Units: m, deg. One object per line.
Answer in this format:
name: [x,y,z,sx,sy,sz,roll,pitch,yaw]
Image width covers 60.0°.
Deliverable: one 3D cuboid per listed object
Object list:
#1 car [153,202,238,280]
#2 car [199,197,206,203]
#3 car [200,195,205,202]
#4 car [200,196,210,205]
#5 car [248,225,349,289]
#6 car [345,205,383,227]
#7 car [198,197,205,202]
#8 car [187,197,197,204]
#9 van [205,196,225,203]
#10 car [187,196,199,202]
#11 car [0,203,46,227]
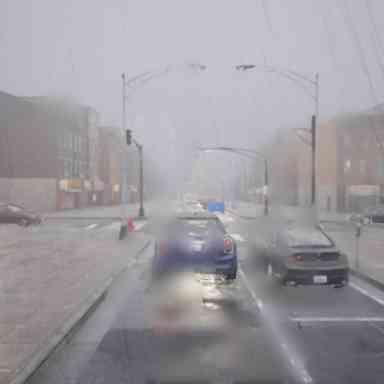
car: [0.064,1.359,10.097,2.097,1.767,4.553,0,0,-1]
car: [2.611,2.035,83.570,1.802,1.307,4.206,-2,-1,0]
car: [2.612,1.457,46.542,2.192,1.841,5.009,-1,0,0]
car: [2.611,1.739,67.702,1.967,1.590,4.097,-1,-1,0]
car: [2.625,1.556,9.001,2.008,1.369,4.403,-1,0,0]
car: [13.672,1.689,23.956,4.902,1.511,2.128,1,1,0]
car: [2.608,2.119,94.152,1.887,1.381,4.507,-2,-1,0]
car: [-0.007,1.909,76.805,2.128,1.511,4.902,0,-1,0]
van: [2.615,1.427,35.960,1.690,1.788,3.998,-1,0,0]
car: [-0.004,1.892,66.839,1.895,1.301,4.718,0,0,0]
car: [-11.720,1.430,21.052,4.674,1.442,1.812,1,1,2]
